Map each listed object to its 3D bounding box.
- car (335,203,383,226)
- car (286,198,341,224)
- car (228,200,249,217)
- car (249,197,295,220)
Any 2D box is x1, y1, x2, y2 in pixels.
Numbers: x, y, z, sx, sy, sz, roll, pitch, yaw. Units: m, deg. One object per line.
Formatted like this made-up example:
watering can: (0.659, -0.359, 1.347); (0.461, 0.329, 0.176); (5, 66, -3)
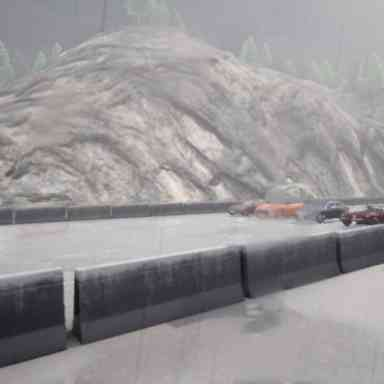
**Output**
car: (11.192, 1.453, 20.550); (4.718, 1.301, 1.895); (0, 0, -35)
car: (9.229, 1.343, 23.447); (4.902, 1.511, 2.128); (0, 0, -35)
car: (5.259, 1.377, 29.213); (4.674, 1.442, 1.812); (0, 0, -35)
car: (7.062, 1.205, 26.201); (4.553, 1.767, 2.097); (-1, 0, -35)
